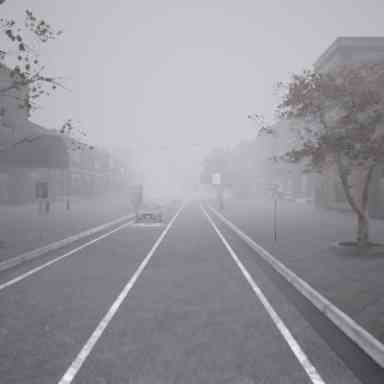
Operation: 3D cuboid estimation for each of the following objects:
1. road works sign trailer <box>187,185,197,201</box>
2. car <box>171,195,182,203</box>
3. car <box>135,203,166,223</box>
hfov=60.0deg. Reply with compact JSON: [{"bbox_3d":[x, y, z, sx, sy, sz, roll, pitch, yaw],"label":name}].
[{"bbox_3d":[-0.032,0.246,76.075,2.380,3.560,2.880,0,1,0],"label":"road works sign trailer"},{"bbox_3d":[-3.053,1.405,66.026,1.812,1.442,4.674,0,1,0],"label":"car"},{"bbox_3d":[-3.113,1.574,25.410,1.994,1.385,4.181,0,0,0],"label":"car"}]
